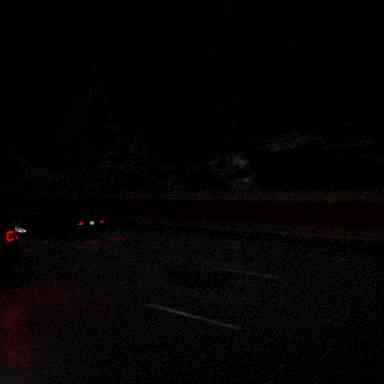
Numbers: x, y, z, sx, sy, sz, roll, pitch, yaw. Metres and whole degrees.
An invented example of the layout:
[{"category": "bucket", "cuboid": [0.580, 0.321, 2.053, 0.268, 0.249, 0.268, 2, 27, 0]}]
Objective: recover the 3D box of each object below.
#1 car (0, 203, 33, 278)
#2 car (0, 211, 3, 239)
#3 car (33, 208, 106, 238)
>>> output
[{"category": "car", "cuboid": [-6.816, 1.215, 8.847, 5.566, 2.045, 2.150, 0, 0, 36]}, {"category": "car", "cuboid": [-11.519, 1.589, 16.633, 4.718, 1.301, 1.895, 0, 0, 37]}, {"category": "car", "cuboid": [-6.835, 1.538, 17.501, 5.357, 1.411, 2.033, 0, 0, 36]}]
